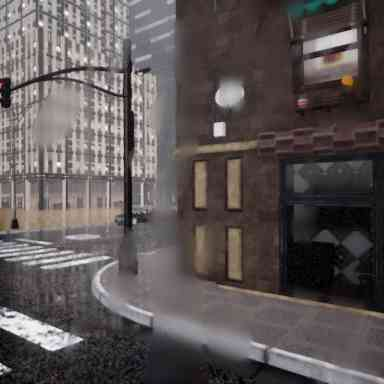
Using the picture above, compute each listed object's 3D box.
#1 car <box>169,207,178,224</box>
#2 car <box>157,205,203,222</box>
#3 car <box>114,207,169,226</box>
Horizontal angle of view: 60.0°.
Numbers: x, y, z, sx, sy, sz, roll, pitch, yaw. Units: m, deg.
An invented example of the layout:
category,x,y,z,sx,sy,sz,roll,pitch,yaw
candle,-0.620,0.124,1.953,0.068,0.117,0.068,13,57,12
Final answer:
category,x,y,z,sx,sy,sz,roll,pitch,yaw
car,0.019,1.718,27.562,2.097,1.767,4.553,-1,-1,35
car,-0.990,1.969,30.884,2.008,1.369,4.403,-2,-2,35
car,-4.178,1.888,26.317,2.008,1.369,4.403,-2,-2,35
